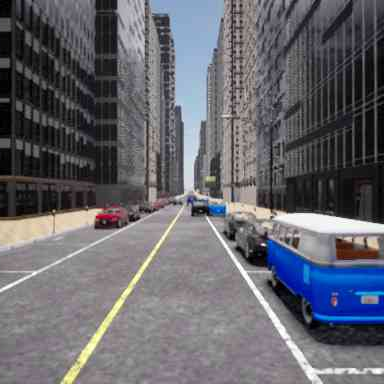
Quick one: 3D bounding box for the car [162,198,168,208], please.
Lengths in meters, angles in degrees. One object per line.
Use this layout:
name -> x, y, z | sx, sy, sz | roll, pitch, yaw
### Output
car -> -5.723, 2.100, 58.136 | 1.802, 1.307, 4.206 | 0, 0, 0

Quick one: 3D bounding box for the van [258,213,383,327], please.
van -> 2.681, 1.406, 6.872 | 1.690, 1.788, 3.998 | 0, -1, 0

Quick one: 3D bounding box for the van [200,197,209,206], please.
van -> 2.651, 1.955, 69.536 | 1.690, 1.788, 3.998 | 0, 0, 0

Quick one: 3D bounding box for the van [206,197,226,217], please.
van -> 2.668, 1.661, 35.355 | 1.690, 1.788, 3.998 | 0, -1, 0

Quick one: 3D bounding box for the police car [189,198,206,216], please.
police car -> 0.881, 1.754, 36.348 | 1.930, 1.638, 5.238 | 0, -1, 0

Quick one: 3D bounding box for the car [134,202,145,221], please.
car -> -5.709, 1.836, 29.653 | 1.947, 1.339, 4.313 | 0, -1, 0

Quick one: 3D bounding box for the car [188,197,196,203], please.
car -> -0.044, 2.121, 87.279 | 2.128, 1.511, 4.902 | 0, 0, 0

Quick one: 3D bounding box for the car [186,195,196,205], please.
car -> -0.036, 1.701, 72.313 | 2.150, 2.045, 5.566 | 0, 0, 0

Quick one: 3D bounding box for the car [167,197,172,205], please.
car -> -5.729, 2.196, 69.530 | 1.802, 1.307, 4.206 | 0, 0, 0

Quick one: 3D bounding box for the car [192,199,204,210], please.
car -> 0.873, 1.925, 52.427 | 1.801, 1.575, 5.366 | 0, 0, 0

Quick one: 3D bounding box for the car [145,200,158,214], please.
car -> -5.715, 1.936, 41.046 | 1.947, 1.339, 4.313 | 0, -1, 0

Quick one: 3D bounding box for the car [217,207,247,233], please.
car -> 2.677, 1.719, 18.263 | 2.008, 1.369, 4.403 | 0, -1, 0

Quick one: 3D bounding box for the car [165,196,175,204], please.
car -> -5.737, 2.066, 86.622 | 2.192, 1.841, 5.009 | 0, 0, 0

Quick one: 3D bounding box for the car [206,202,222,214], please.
car -> 2.666, 1.952, 41.049 | 1.802, 1.307, 4.206 | 0, -1, 0

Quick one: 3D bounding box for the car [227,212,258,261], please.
car -> 2.680, 1.668, 12.567 | 2.008, 1.369, 4.403 | 0, -1, 0

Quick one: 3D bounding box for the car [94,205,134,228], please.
car -> -5.706, 1.764, 23.956 | 1.887, 1.381, 4.507 | 0, -1, 0

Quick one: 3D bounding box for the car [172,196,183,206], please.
car -> -3.035, 2.174, 70.973 | 1.994, 1.385, 4.181 | 0, 0, 0

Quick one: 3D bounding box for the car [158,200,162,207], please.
car -> -5.718, 1.965, 46.743 | 1.887, 1.381, 4.507 | 0, -1, 0
